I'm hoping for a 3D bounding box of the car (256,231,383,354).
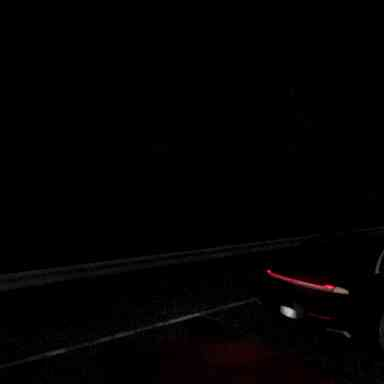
[{"bbox_3d":[3.344,1.489,6.137,4.902,1.511,2.128,0,0,-35],"label":"car"}]
